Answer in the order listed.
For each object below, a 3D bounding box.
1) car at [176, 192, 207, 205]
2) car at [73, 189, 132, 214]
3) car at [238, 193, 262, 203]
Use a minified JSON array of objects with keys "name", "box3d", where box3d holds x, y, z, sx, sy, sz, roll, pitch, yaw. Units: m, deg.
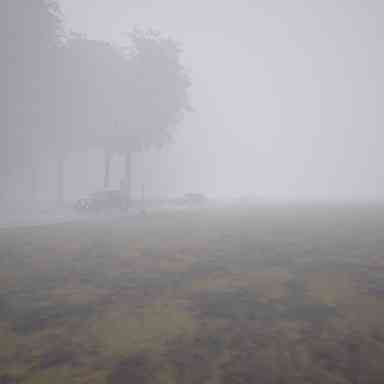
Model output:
[{"name":"car","box3d":[0.007,0.847,41.718,1.837,1.490,4.892,1,2,36]},{"name":"car","box3d":[-8.053,0.794,30.525,2.150,2.045,5.566,1,1,36]},{"name":"car","box3d":[8.547,0.834,48.569,1.895,1.301,4.718,1,1,36]}]
